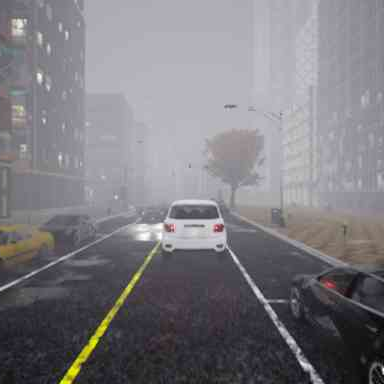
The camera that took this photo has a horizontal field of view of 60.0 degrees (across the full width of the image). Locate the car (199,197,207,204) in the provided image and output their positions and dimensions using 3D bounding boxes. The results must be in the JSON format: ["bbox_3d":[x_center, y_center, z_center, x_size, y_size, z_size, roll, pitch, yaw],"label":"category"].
[{"bbox_3d":[2.673,2.071,81.192,1.752,1.417,4.829,0,0,0],"label":"car"}]

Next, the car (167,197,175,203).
[{"bbox_3d":[-5.709,2.071,92.087,1.967,1.590,4.097,0,0,0],"label":"car"}]

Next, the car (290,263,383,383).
[{"bbox_3d":[2.691,1.593,4.432,1.947,1.339,4.313,0,0,0],"label":"car"}]

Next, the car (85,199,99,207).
[{"bbox_3d":[-16.437,1.665,50.549,4.403,1.369,2.008,1,-1,-1],"label":"car"}]

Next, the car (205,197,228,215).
[{"bbox_3d":[2.684,1.552,37.571,2.192,1.841,5.009,0,0,0],"label":"car"}]

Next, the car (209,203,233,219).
[{"bbox_3d":[2.685,1.767,32.047,1.947,1.339,4.313,0,0,0],"label":"car"}]

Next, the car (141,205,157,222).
[{"bbox_3d":[-3.100,1.778,28.352,1.895,1.301,4.718,0,0,0],"label":"car"}]

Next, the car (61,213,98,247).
[{"bbox_3d":[-5.693,1.660,15.477,1.947,1.339,4.313,0,0,0],"label":"car"}]

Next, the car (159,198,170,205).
[{"bbox_3d":[-5.705,2.013,69.955,2.008,1.369,4.403,0,0,0],"label":"car"}]

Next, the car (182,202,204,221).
[{"bbox_3d":[0.085,1.717,30.509,1.812,1.442,4.674,0,0,0],"label":"car"}]

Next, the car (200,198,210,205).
[{"bbox_3d":[2.676,2.006,69.957,1.887,1.381,4.507,0,0,0],"label":"car"}]

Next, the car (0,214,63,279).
[{"bbox_3d":[-5.691,1.584,9.785,1.752,1.417,4.829,0,0,0],"label":"car"}]

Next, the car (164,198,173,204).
[{"bbox_3d":[-5.707,2.096,81.021,2.008,1.369,4.403,0,0,0],"label":"car"}]

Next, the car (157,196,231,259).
[{"bbox_3d":[0.083,1.302,13.014,2.150,2.045,5.566,0,0,0],"label":"car"}]
